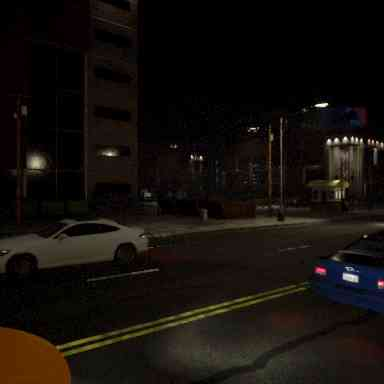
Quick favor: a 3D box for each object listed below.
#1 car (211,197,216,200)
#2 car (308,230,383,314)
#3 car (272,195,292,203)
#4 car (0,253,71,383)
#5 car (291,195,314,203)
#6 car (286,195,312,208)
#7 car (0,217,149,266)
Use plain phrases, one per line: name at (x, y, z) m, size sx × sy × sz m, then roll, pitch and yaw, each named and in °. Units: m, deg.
car at (4.003, 1.574, 60.478) m, size 4.718 × 1.301 × 1.895 m, roll 0°, pitch 0°, yaw -36°
car at (4.821, 1.547, 7.271) m, size 5.357 × 1.411 × 2.033 m, roll 0°, pitch 0°, yaw -35°
car at (18.707, 1.452, 69.028) m, size 3.806 × 1.475 × 1.970 m, roll 0°, pitch 0°, yaw -36°
car at (-3.142, 1.478, 1.493) m, size 5.008 × 1.535 × 1.882 m, roll 0°, pitch 0°, yaw -36°
car at (21.629, 1.420, 65.039) m, size 4.674 × 1.452 × 2.002 m, roll 0°, pitch 0°, yaw -36°
car at (14.799, 1.254, 45.950) m, size 4.553 × 1.767 × 2.185 m, roll 0°, pitch 0°, yaw -36°
car at (-3.564, 1.526, 10.058) m, size 4.674 × 1.442 × 1.812 m, roll 0°, pitch 0°, yaw -36°
